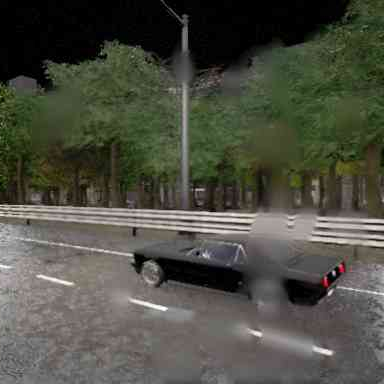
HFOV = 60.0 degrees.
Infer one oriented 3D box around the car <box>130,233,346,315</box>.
[{"bbox_3d":[0.801,1.603,7.598,4.718,1.301,1.895,0,0,36],"label":"car"}]
